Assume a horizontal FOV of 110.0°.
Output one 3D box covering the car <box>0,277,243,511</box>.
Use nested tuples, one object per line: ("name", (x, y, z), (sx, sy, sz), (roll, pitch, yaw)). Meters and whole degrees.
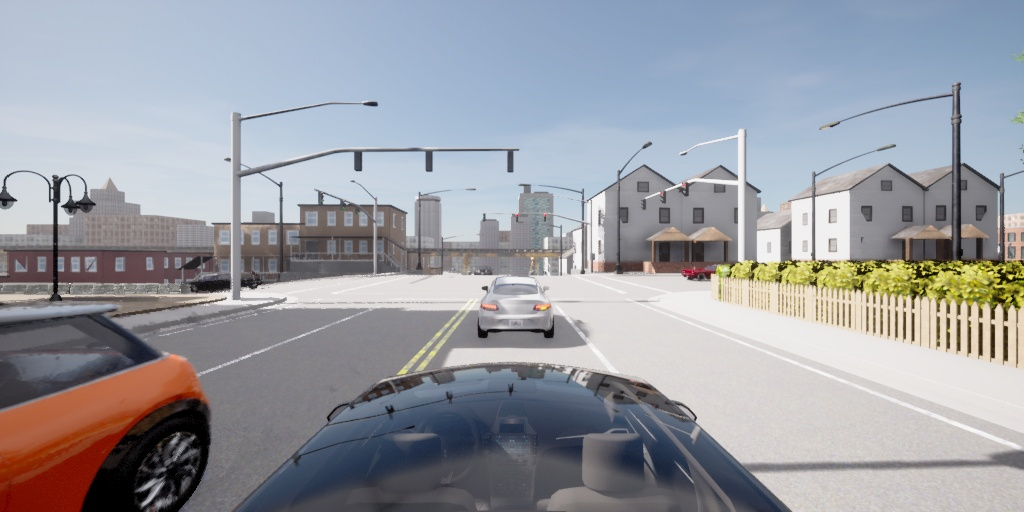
("car", (-3.606, 1.102, 1.093), (2.097, 1.767, 4.553), (0, 0, 0))

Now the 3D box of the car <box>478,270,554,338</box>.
("car", (0.103, 1.276, 10.034), (1.812, 1.442, 4.674), (0, 0, 0))

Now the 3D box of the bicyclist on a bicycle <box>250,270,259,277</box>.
("bicyclist on a bicycle", (-25.562, 2.213, 35.616), (0.582, 1.620, 1.656), (-8, 0, 0))

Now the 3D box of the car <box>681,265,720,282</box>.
("car", (16.305, 1.350, 28.834), (4.718, 1.301, 1.895), (0, 0, -1))

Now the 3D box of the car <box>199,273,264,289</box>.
("car", (-19.972, 1.844, 24.729), (4.718, 1.301, 1.895), (-4, 0, -1))

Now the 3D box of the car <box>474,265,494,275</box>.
("car", (-3.512, 2.161, 45.275), (2.150, 2.045, 5.566), (0, -9, 0))
